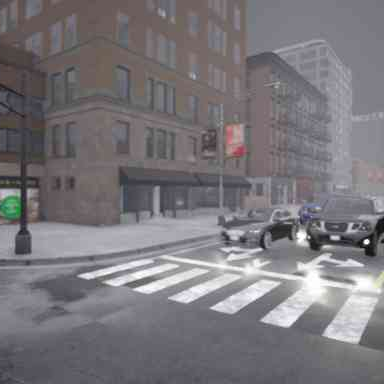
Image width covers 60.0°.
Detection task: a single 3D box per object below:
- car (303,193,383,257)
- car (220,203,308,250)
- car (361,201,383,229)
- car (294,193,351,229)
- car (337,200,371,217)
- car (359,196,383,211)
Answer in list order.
[{"bbox_3d":[6.363,1.152,13.259,2.150,2.045,5.566,0,0,36],"label":"car"},{"bbox_3d":[2.992,1.413,14.165,2.128,1.511,4.902,0,0,36],"label":"car"},{"bbox_3d":[12.236,1.397,21.253,1.837,1.490,4.892,0,0,36],"label":"car"},{"bbox_3d":[8.830,1.105,22.100,2.150,2.045,5.566,0,0,36],"label":"car"},{"bbox_3d":[14.747,1.446,30.143,1.895,1.301,4.718,0,0,36],"label":"car"},{"bbox_3d":[20.813,1.283,38.318,1.882,1.535,5.008,0,0,37],"label":"car"}]
